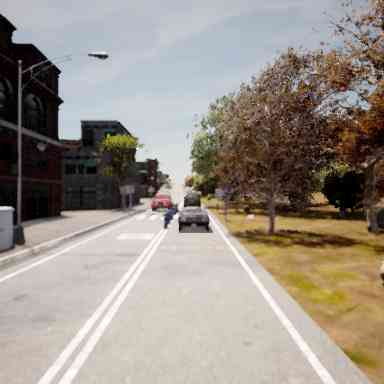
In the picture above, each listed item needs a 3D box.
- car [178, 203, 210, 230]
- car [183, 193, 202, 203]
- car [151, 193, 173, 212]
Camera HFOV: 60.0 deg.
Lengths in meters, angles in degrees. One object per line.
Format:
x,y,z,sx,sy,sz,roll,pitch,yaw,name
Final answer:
0.093,1.607,21.178,1.895,1.301,4.718,0,0,0,car
0.027,1.183,42.344,2.150,2.045,5.566,0,0,0,car
-3.398,1.187,38.701,2.150,2.045,5.566,0,0,0,car
